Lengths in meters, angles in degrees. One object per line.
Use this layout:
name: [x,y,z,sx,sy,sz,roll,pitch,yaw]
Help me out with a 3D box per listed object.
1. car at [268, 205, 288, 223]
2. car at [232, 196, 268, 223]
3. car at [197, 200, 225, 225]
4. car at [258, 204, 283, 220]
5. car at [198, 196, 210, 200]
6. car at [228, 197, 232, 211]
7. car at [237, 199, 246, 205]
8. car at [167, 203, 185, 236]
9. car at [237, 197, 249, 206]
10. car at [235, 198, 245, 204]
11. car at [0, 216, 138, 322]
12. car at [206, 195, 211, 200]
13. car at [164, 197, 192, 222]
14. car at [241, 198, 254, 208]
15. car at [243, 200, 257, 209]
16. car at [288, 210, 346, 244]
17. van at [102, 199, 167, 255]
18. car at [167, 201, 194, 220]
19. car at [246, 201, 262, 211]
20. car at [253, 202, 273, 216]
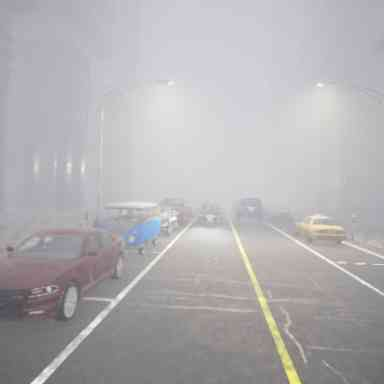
car: [7.595,1.967,28.864,1.802,1.307,4.206,2,0,5]
car: [4.943,1.504,29.075,2.150,2.045,5.566,2,0,5]
car: [1.457,1.625,25.474,2.128,1.511,4.902,2,0,5]
car: [8.056,2.002,34.463,1.802,1.307,4.206,2,0,5]
car: [1.869,1.859,63.147,1.802,1.307,4.206,2,0,5]
car: [6.184,1.871,44.383,2.128,1.511,4.902,2,0,5]
car: [11.743,2.290,79.261,1.947,1.339,4.313,2,0,5]
car: [-1.817,1.534,18.353,2.008,1.369,4.403,2,0,5]
car: [11.292,2.001,73.662,2.192,1.841,5.009,2,0,5]
car: [12.204,2.313,84.861,2.008,1.369,4.403,2,0,5]
car: [-2.738,1.458,7.154,1.887,1.381,4.507,2,0,5]
car: [2.330,1.881,68.747,1.947,1.339,4.313,2,0,5]
car: [-1.346,1.334,23.953,2.192,1.841,5.009,2,0,5]
car: [10.365,2.049,62.462,1.967,1.590,4.097,2,0,5]
car: [9.900,2.116,56.862,1.887,1.381,4.507,2,0,5]
car: [6.689,1.842,17.833,1.752,1.417,4.829,2,0,5]
van: [-2.269,1.290,12.754,1.690,1.788,3.998,2,0,5]
car: [-0.908,1.578,29.382,1.752,1.417,4.829,2,0,5]
car: [9.439,2.099,51.262,1.947,1.339,4.313,2,0,5]
car: [8.532,1.983,40.232,1.752,1.417,4.829,2,0,5]
